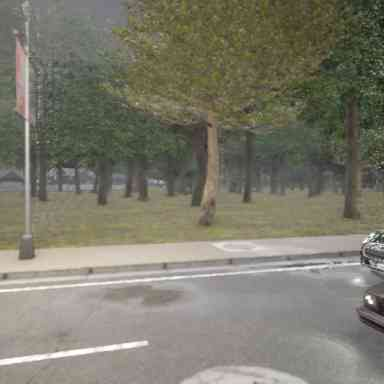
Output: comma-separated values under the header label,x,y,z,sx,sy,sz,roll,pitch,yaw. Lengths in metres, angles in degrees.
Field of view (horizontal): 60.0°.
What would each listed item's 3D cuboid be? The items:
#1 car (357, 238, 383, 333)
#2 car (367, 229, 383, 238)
label,x,y,z,sx,sy,sz,roll,pitch,yaw
car,5.252,1.512,5.016,5.357,1.411,2.033,0,1,-17
car,6.883,1.275,8.920,4.553,1.767,2.097,0,1,-17
